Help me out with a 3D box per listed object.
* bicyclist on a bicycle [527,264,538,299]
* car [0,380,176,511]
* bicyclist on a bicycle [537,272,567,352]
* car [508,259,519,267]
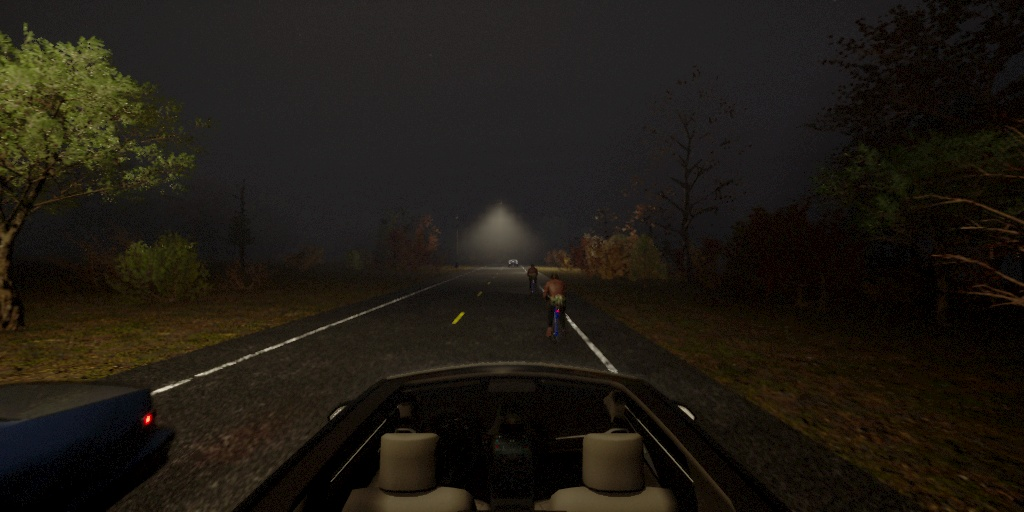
[{"bbox_3d":[0.998,1.199,17.224,0.582,1.620,1.656,0,0,0],"label":"bicyclist on a bicycle"},{"bbox_3d":[-3.599,1.303,0.403,2.033,1.411,5.357,0,0,0],"label":"car"},{"bbox_3d":[0.977,1.199,7.969,0.582,1.620,1.656,0,0,0],"label":"bicyclist on a bicycle"},{"bbox_3d":[0.236,1.375,64.575,1.895,1.301,4.718,0,0,0],"label":"car"}]
